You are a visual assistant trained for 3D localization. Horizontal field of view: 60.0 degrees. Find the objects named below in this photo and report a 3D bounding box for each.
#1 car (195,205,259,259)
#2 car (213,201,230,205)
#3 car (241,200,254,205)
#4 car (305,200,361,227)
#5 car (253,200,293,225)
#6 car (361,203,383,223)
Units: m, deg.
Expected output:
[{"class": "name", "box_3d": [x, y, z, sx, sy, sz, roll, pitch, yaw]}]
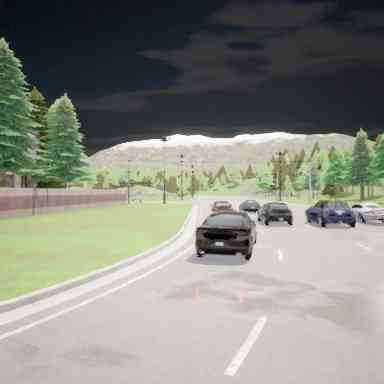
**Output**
[{"class": "car", "box_3d": [1.426, 1.477, 12.763, 1.882, 1.535, 5.008, 0, 0, 13]}, {"class": "car", "box_3d": [2.610, 1.524, 29.399, 1.812, 1.442, 4.674, 0, 0, 2]}, {"class": "car", "box_3d": [6.332, 1.562, 36.190, 1.994, 1.385, 4.181, 0, 0, 2]}, {"class": "car", "box_3d": [9.307, 1.350, 22.727, 2.097, 1.767, 4.553, 0, 0, 4]}, {"class": "car", "box_3d": [5.896, 1.505, 23.980, 1.837, 1.490, 4.892, 0, 0, 3]}, {"class": "car", "box_3d": [13.002, 1.524, 25.053, 1.812, 1.442, 4.674, 0, 0, 2]}]
